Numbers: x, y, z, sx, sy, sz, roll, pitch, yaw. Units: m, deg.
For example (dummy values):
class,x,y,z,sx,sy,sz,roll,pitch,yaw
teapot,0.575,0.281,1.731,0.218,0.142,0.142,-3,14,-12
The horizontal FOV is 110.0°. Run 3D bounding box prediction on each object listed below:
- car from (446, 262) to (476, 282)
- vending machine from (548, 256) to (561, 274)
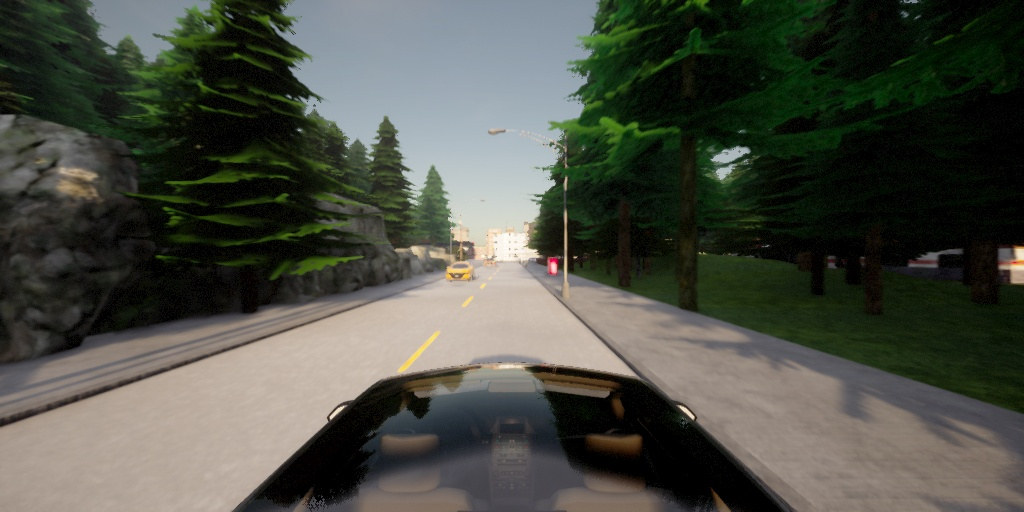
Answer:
class,x,y,z,sx,sy,sz,roll,pitch,yaw
car,-4.089,1.230,29.109,1.882,1.535,5.008,0,0,0
vending machine,4.296,1.170,37.831,1.100,2.100,0.880,0,0,0
